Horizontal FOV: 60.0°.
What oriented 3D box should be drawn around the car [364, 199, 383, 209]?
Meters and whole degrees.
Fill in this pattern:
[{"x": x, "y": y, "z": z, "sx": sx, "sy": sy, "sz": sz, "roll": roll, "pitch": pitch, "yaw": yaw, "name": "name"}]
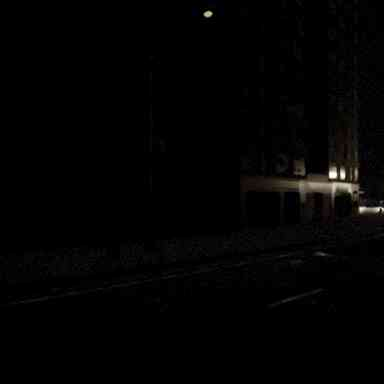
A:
[{"x": 41.225, "y": 2.887, "z": 75.471, "sx": 2.097, "sy": 1.767, "sz": 4.553, "roll": 0, "pitch": -1, "yaw": 15, "name": "car"}]
